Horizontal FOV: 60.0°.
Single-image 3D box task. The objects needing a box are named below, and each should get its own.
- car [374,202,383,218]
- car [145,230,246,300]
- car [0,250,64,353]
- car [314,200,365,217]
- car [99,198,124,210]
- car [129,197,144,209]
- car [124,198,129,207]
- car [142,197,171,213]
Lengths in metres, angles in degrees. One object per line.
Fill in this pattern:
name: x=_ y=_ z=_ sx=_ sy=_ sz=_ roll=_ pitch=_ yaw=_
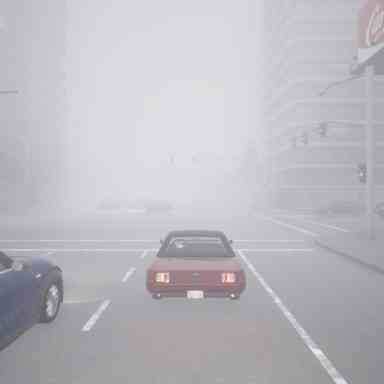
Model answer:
car: x=18.256 y=1.222 z=27.783 sx=5.566 sy=2.045 sz=2.150 roll=0 pitch=0 yaw=0
car: x=0.106 y=1.601 z=8.353 sx=1.895 sy=1.301 sz=4.718 roll=0 pitch=0 yaw=1
car: x=-3.434 y=1.352 z=4.329 sx=2.097 sy=1.767 sz=4.553 roll=0 pitch=0 yaw=1
car: x=14.045 y=1.505 z=31.268 sx=4.892 sy=1.490 sz=1.837 roll=0 pitch=0 yaw=0
car: x=-10.488 y=1.505 z=42.838 sx=1.837 sy=1.490 sz=4.892 roll=0 pitch=0 yaw=0
car: x=-6.962 y=1.492 z=46.451 sx=2.128 sy=1.511 sz=4.902 roll=0 pitch=0 yaw=1
car: x=-10.453 y=1.601 z=52.094 sx=1.895 sy=1.301 sz=4.718 roll=0 pitch=0 yaw=1
car: x=-3.619 y=1.564 z=36.583 sx=1.994 sy=1.385 sz=4.181 roll=0 pitch=0 yaw=11
